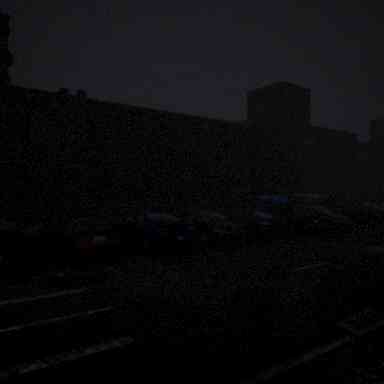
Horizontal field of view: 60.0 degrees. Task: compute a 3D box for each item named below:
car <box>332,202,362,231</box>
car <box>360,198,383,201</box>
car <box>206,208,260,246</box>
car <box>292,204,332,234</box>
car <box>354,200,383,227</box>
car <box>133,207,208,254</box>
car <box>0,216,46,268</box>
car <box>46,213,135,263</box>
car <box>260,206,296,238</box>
[{"bbox_3d":[7.187,1.517,20.198,2.231,1.521,4.892,0,0,-35],"label":"car"},{"bbox_3d":[14.074,1.418,25.054,2.185,1.767,4.553,0,0,-35],"label":"car"},{"bbox_3d":[0.462,1.498,15.484,2.231,1.521,4.892,0,0,-35],"label":"car"},{"bbox_3d":[4.898,1.538,18.620,2.163,1.488,4.792,0,0,-35],"label":"car"},{"bbox_3d":[11.743,1.573,23.378,2.002,1.452,4.674,0,0,-35],"label":"car"},{"bbox_3d":[-1.807,1.492,13.879,2.097,1.535,5.008,0,0,-35],"label":"car"},{"bbox_3d":[-6.460,1.487,10.617,2.231,1.521,4.892,0,0,-35],"label":"car"},{"bbox_3d":[-4.206,1.518,12.241,2.163,1.488,4.792,0,0,-35],"label":"car"},{"bbox_3d":[2.641,1.542,17.000,2.002,1.452,4.674,0,0,-35],"label":"car"}]
